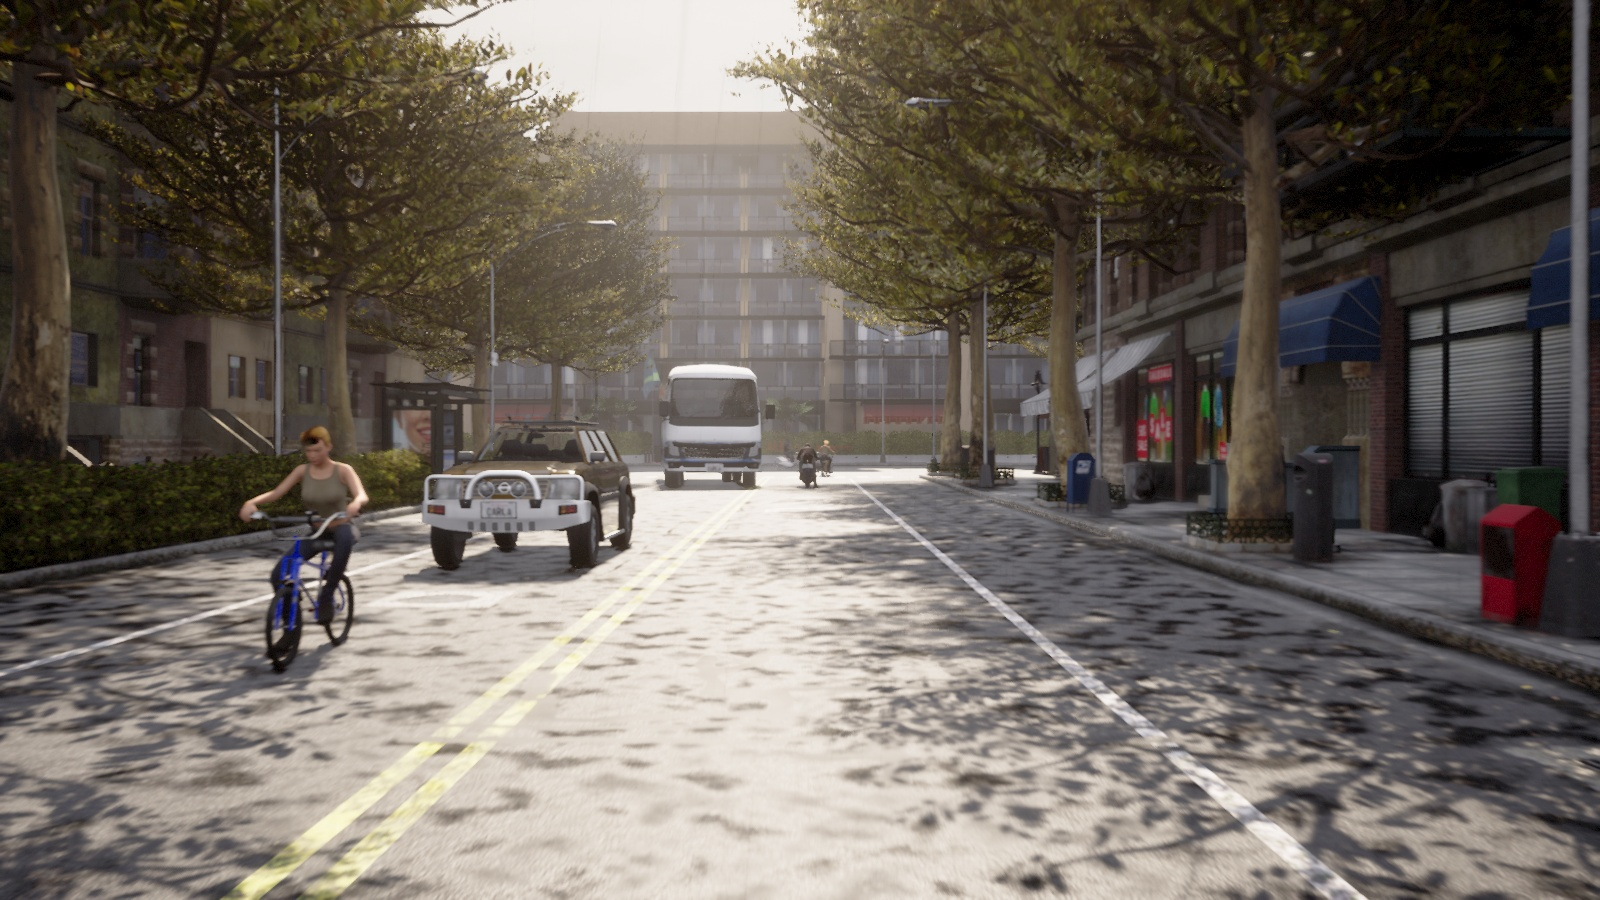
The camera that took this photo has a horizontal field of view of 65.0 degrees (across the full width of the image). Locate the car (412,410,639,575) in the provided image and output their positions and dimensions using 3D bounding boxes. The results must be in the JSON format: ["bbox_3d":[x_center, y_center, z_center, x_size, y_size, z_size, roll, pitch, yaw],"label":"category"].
[{"bbox_3d":[-3.390,0.468,16.447,1.932,1.855,4.605,0,0,0],"label":"car"}]

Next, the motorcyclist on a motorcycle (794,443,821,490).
[{"bbox_3d":[0.255,0.543,42.314,0.866,1.530,2.191,0,0,0],"label":"motorcyclist on a motorcycle"}]

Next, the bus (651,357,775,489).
[{"bbox_3d":[-3.431,-0.893,46.184,3.944,4.253,10.273,1,0,-7],"label":"bus"}]

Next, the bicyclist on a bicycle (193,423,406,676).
[{"bbox_3d":[-3.430,0.631,8.760,0.866,1.612,1.509,0,0,1],"label":"bicyclist on a bicycle"}]
